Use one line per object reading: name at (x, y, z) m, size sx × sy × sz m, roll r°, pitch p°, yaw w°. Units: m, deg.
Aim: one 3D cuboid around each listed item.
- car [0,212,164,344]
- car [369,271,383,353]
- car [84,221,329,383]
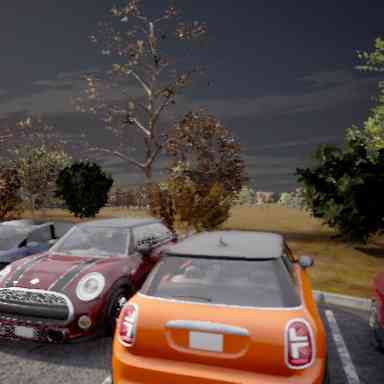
car at (-1.705, 1.364, 6.763) m, size 2.185 × 1.767 × 4.553 m, roll 1°, pitch -1°, yaw 16°
car at (3.130, 1.525, 3.273) m, size 2.002 × 1.452 × 4.674 m, roll 1°, pitch -1°, yaw 16°
car at (0.693, 1.361, 4.974) m, size 2.185 × 1.767 × 4.553 m, roll 0°, pitch -1°, yaw 16°
